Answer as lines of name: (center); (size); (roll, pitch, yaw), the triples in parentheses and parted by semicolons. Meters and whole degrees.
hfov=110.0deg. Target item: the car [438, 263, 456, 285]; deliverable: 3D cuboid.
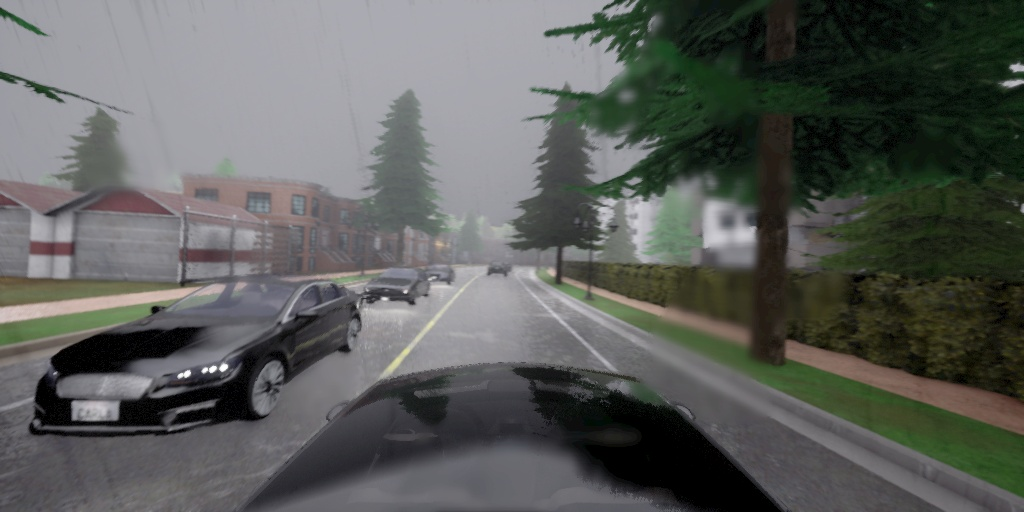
car: (-5.125, 1.208, 25.356); (1.994, 1.385, 4.181); (3, 0, -2)

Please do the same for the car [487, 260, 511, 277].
car: (-1.514, 1.270, 39.610); (2.097, 1.767, 4.553); (3, 0, 1)

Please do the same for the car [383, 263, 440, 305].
car: (-4.655, 1.151, 15.382); (2.033, 1.411, 5.357); (3, 0, -4)

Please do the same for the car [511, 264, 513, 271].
car: (-0.965, 1.523, 52.906); (2.128, 1.511, 4.902); (3, 0, 4)

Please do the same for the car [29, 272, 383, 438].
car: (-3.814, 1.074, 5.528); (2.128, 1.511, 4.902); (3, 0, -6)
